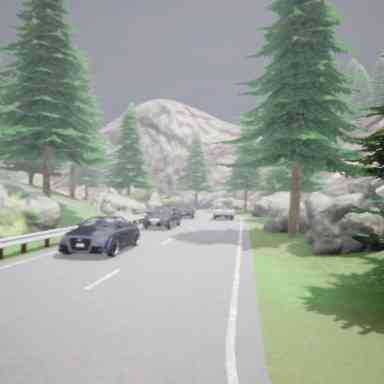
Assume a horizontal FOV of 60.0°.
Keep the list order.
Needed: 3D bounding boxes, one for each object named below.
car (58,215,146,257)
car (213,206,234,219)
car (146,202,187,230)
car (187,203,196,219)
[{"bbox_3d":[-3.536,1.666,13.377,1.994,1.385,4.181,1,-1,9],"label":"car"},{"bbox_3d":[3.211,2.008,33.230,1.895,1.301,4.718,1,-1,8],"label":"car"},{"bbox_3d":[-1.991,1.709,23.201,2.128,1.511,4.902,1,-1,9],"label":"car"},{"bbox_3d":[-0.661,1.838,33.331,1.837,1.490,4.892,1,-1,2],"label":"car"}]
